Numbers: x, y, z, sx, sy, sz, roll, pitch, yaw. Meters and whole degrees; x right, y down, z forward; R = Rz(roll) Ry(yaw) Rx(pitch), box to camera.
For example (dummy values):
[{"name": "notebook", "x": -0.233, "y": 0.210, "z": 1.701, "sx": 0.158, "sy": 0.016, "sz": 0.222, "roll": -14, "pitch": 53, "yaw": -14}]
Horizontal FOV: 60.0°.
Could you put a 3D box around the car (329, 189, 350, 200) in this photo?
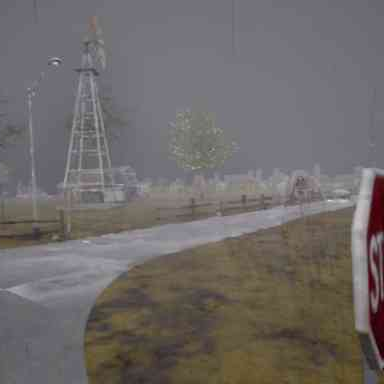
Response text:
[{"name": "car", "x": 20.453, "y": 0.304, "z": 46.003, "sx": 1.812, "sy": 1.442, "sz": 4.674, "roll": -2, "pitch": 0, "yaw": 38}]
